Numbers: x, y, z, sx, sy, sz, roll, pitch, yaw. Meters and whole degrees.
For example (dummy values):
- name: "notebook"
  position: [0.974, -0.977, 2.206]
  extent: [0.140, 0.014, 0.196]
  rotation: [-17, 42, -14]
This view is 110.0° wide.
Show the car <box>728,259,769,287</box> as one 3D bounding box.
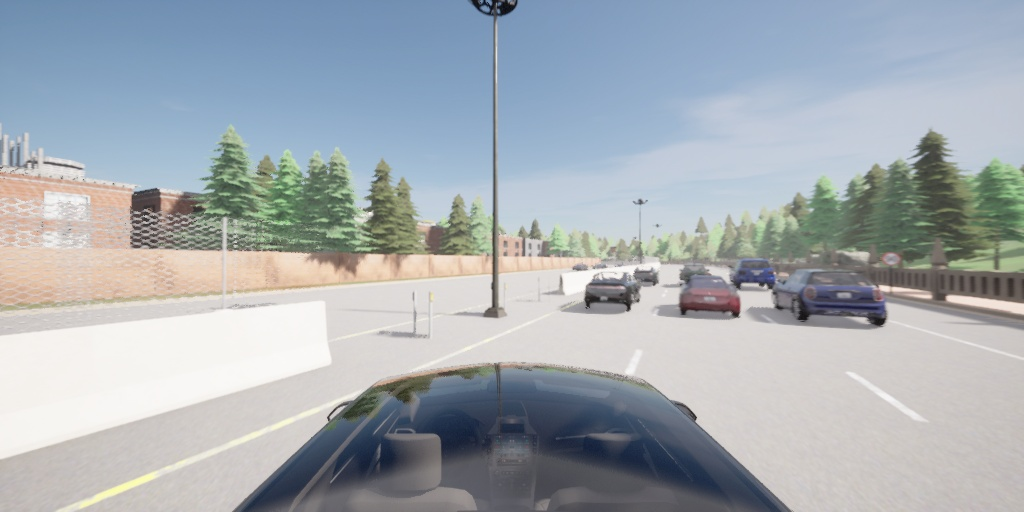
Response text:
- name: "car"
  position: [16.774, 1.236, 25.287]
  extent: [2.150, 2.045, 5.566]
  rotation: [0, 0, 26]

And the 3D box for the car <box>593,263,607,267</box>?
- name: "car"
  position: [15.501, 1.957, 63.489]
  extent: [2.128, 1.511, 4.902]
  rotation: [0, -1, 26]

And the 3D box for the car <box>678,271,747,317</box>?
- name: "car"
  position: [7.634, 1.453, 14.100]
  extent: [1.994, 1.385, 4.181]
  rotation: [0, -1, 25]

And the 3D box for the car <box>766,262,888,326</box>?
- name: "car"
  position: [10.797, 1.219, 12.600]
  extent: [2.097, 1.767, 4.553]
  rotation: [0, -1, 25]

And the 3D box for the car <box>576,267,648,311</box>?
- name: "car"
  position: [4.469, 1.402, 15.593]
  extent: [2.128, 1.511, 4.902]
  rotation: [0, -1, 25]

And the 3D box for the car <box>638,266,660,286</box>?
- name: "car"
  position: [10.864, 1.556, 29.136]
  extent: [2.128, 1.511, 4.902]
  rotation: [0, -1, 26]

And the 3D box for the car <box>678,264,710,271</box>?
- name: "car"
  position: [13.992, 1.392, 27.565]
  extent: [2.097, 1.767, 4.553]
  rotation: [0, -1, 26]

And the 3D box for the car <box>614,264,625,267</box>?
- name: "car"
  position: [18.680, 2.006, 62.031]
  extent: [1.994, 1.385, 4.181]
  rotation: [0, -1, 26]
